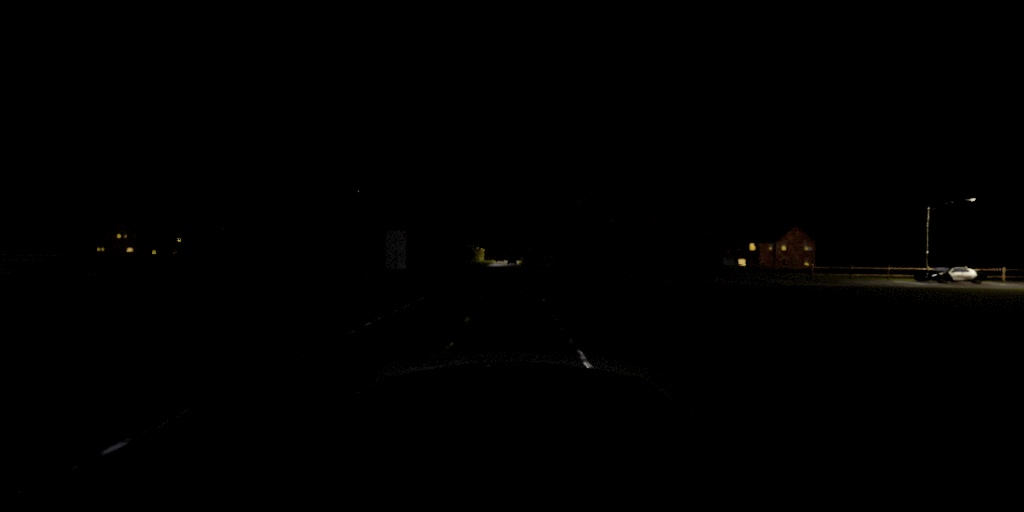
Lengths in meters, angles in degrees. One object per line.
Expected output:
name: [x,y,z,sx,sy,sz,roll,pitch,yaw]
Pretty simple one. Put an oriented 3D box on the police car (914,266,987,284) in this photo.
police car: [39.110,1.673,32.181,4.974,1.542,2.038,1,1,0]
